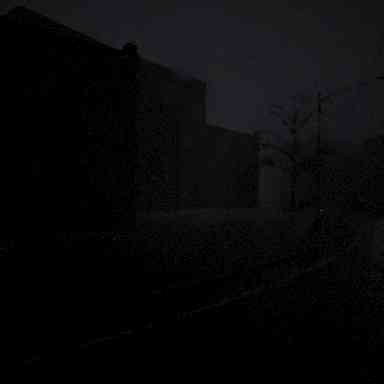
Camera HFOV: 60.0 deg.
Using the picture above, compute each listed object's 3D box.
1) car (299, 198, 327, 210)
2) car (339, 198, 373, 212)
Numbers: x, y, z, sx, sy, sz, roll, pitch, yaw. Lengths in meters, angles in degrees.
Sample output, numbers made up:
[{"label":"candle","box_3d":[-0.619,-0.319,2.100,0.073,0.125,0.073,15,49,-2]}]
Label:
[{"label":"car","box_3d":[14.635,1.405,40.411,1.994,1.385,4.181,1,0,-7]},{"label":"car","box_3d":[18.519,1.391,37.774,1.882,1.535,5.008,1,0,-1]}]
